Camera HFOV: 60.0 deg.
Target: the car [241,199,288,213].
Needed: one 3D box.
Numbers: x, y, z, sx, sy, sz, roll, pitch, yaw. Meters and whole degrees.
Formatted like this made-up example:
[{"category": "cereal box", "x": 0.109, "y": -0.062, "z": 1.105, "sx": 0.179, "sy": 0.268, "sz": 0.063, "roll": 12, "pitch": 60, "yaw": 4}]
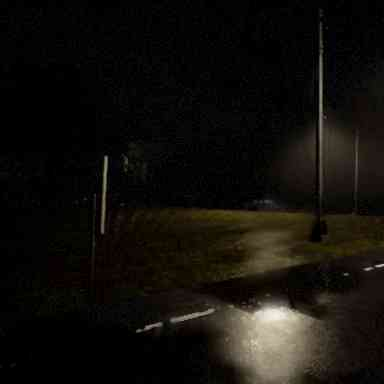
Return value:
[{"category": "car", "x": 7.733, "y": 1.460, "z": 35.955, "sx": 2.033, "sy": 1.411, "sz": 5.357, "roll": 4, "pitch": -3, "yaw": -35}]
